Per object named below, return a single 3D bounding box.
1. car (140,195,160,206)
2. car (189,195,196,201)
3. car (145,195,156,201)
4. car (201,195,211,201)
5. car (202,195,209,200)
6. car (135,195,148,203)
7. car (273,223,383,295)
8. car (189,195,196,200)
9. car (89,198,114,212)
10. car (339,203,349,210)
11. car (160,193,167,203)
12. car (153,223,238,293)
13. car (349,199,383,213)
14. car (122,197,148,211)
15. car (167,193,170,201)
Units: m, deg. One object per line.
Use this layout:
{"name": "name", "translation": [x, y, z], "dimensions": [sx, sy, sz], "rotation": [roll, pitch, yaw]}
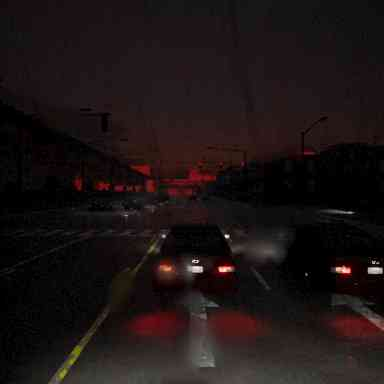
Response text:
{"name": "car", "translation": [-6.952, 1.601, 55.162], "dimensions": [1.895, 1.301, 4.718], "rotation": [0, 0, 0]}
{"name": "car", "translation": [0.207, 1.540, 83.246], "dimensions": [2.033, 1.411, 5.357], "rotation": [0, 0, 0]}
{"name": "car", "translation": [-10.296, 1.536, 82.291], "dimensions": [2.033, 1.411, 5.357], "rotation": [0, 0, 0]}
{"name": "car", "translation": [3.709, 1.553, 84.194], "dimensions": [1.994, 1.385, 4.181], "rotation": [0, 0, 0]}
{"name": "car", "translation": [3.733, 1.524, 94.009], "dimensions": [1.812, 1.442, 4.674], "rotation": [0, 0, 0]}
{"name": "car", "translation": [-10.329, 1.478, 68.864], "dimensions": [1.882, 1.535, 5.008], "rotation": [0, 0, 0]}
{"name": "car", "translation": [3.582, 1.547, 8.854], "dimensions": [2.033, 1.411, 5.357], "rotation": [0, 0, 2]}
{"name": "car", "translation": [0.232, 1.500, 93.755], "dimensions": [1.837, 1.490, 4.892], "rotation": [0, 0, 0]}
{"name": "car", "translation": [-10.504, 1.477, 38.677], "dimensions": [1.882, 1.535, 5.008], "rotation": [0, 0, 0]}
{"name": "car", "translation": [20.634, 1.547, 39.879], "dimensions": [5.357, 1.411, 2.033], "rotation": [0, 0, 0]}
{"name": "car", "translation": [-6.829, 1.478, 69.173], "dimensions": [1.882, 1.535, 5.008], "rotation": [0, 0, 0]}
{"name": "car", "translation": [0.091, 1.547, 8.962], "dimensions": [2.033, 1.411, 5.357], "rotation": [0, 0, 0]}
{"name": "car", "translation": [20.050, 1.564, 36.375], "dimensions": [4.181, 1.385, 1.994], "rotation": [0, 0, 0]}
{"name": "car", "translation": [-6.999, 1.601, 40.553], "dimensions": [1.895, 1.301, 4.718], "rotation": [0, 0, 0]}
{"name": "car", "translation": [-6.794, 1.220, 83.085], "dimensions": [2.150, 2.045, 5.566], "rotation": [0, 0, 0]}
